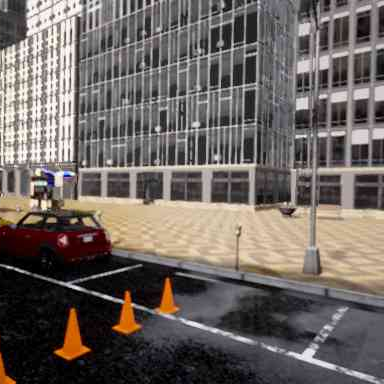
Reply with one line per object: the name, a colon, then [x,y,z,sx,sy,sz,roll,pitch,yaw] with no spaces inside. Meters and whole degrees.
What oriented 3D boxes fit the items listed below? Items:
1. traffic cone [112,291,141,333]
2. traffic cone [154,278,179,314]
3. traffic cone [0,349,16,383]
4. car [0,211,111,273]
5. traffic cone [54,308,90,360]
traffic cone: [-1.046,1.890,5.354,0.340,0.580,0.340,1,1,36]
traffic cone: [-0.460,1.892,6.164,0.340,0.580,0.340,1,1,36]
traffic cone: [-2.218,1.886,3.733,0.340,0.580,0.340,1,1,36]
car: [-4.413,1.274,10.206,4.097,1.590,1.967,1,1,36]
traffic cone: [-1.632,1.888,4.543,0.340,0.580,0.340,1,1,36]
